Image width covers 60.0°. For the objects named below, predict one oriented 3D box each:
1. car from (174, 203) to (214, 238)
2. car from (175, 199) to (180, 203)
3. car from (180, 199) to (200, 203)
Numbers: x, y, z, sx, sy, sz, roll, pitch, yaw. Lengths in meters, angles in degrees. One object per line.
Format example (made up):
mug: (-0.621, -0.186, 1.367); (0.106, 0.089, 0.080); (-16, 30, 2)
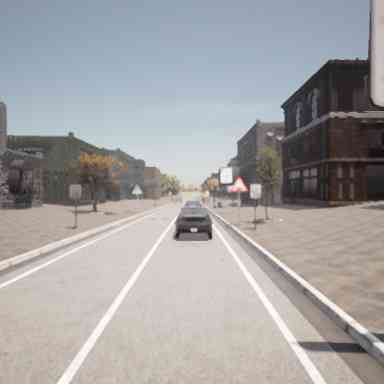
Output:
car: (0.091, 1.545, 17.909); (1.837, 1.490, 4.892); (0, -1, 0)
car: (-3.038, 2.166, 77.142); (1.812, 1.442, 4.674); (0, 0, 0)
car: (0.081, 1.631, 36.885); (2.097, 1.767, 4.553); (0, -1, 0)
